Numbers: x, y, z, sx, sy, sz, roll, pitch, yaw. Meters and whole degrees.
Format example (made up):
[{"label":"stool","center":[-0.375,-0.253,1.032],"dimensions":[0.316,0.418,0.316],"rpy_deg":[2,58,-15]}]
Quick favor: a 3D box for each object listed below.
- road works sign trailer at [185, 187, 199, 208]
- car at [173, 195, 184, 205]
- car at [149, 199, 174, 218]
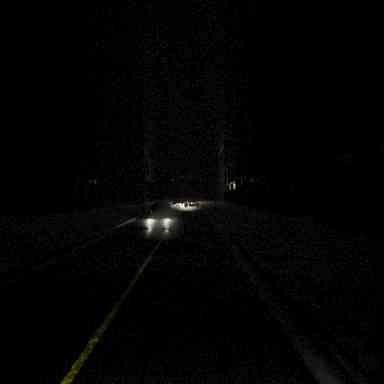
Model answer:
[{"label":"road works sign trailer","center":[-0.033,0.953,59.223],"dimensions":[2.380,3.560,2.880],"rpy_deg":[0,-1,0]},{"label":"car","center":[-3.043,1.776,74.275],"dimensions":[2.150,2.045,5.566],"rpy_deg":[0,-1,0]},{"label":"car","center":[-3.115,1.731,33.033],"dimensions":[1.882,1.535,5.008],"rpy_deg":[0,0,0]}]
